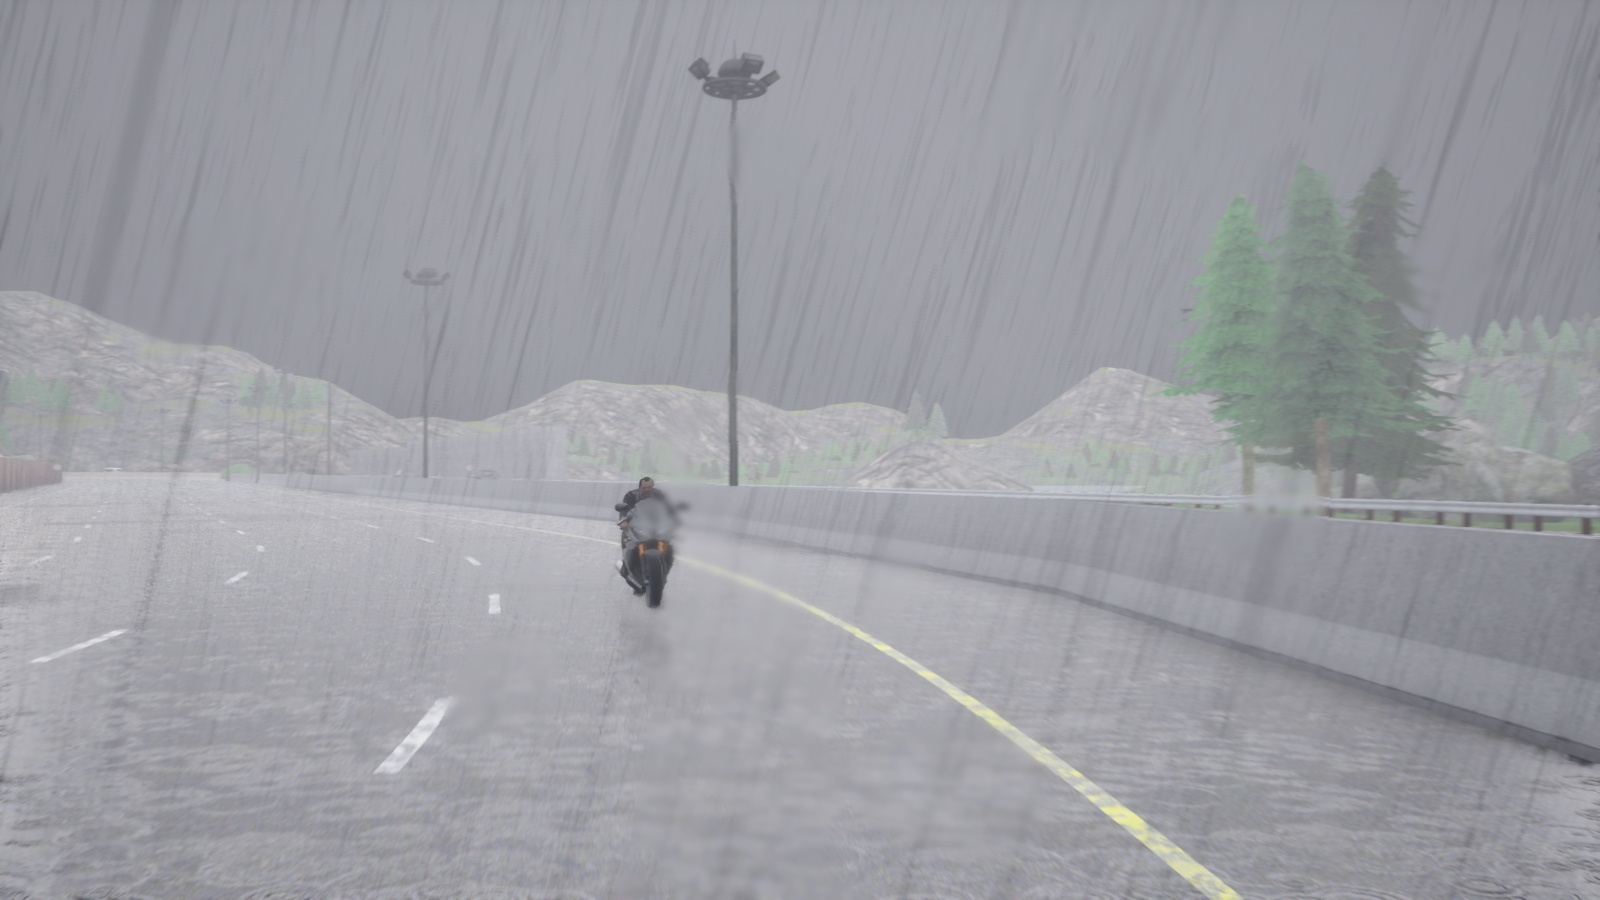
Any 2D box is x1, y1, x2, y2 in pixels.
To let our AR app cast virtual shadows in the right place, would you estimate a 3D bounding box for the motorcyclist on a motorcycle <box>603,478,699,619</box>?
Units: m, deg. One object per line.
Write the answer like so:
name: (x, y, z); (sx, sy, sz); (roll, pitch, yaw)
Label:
motorcyclist on a motorcycle: (-1.817, 1.113, 14.998); (0.866, 1.530, 2.191); (-1, -1, -14)
